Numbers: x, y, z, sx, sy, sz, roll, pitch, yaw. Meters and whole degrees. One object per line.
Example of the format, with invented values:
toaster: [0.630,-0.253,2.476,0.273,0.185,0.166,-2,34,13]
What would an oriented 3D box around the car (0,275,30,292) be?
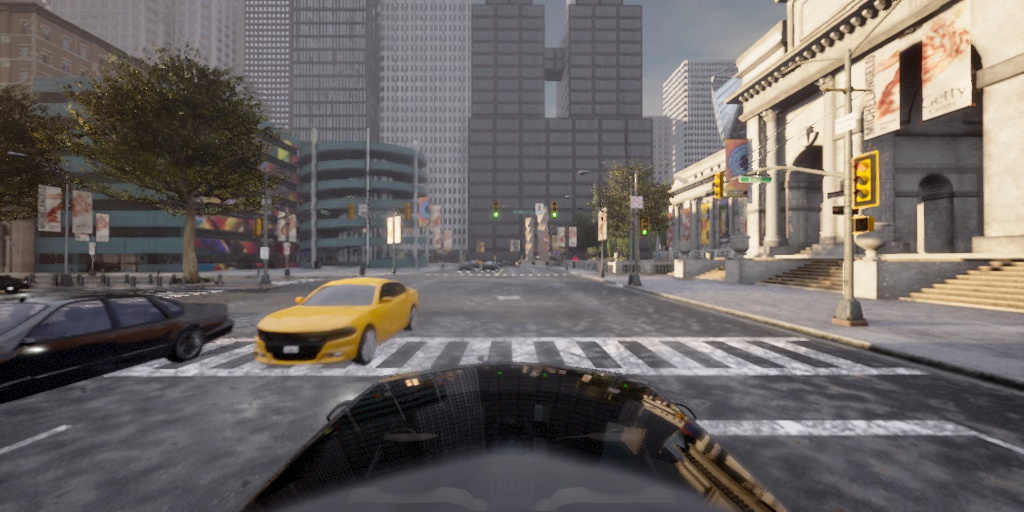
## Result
car: [-30.266,1.405,19.733,5.357,1.411,2.033,0,0,0]

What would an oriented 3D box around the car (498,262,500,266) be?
car: [-3.553,1.657,64.863,1.812,1.442,4.674,0,0,0]

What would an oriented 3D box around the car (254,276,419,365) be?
car: [-3.595,1.267,8.340,1.882,1.535,5.008,0,0,0]

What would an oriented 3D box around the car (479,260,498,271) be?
car: [-3.555,1.555,55.830,1.882,1.535,5.008,0,0,0]

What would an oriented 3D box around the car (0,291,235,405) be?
car: [-7.097,1.320,5.580,2.033,1.411,5.357,0,0,0]

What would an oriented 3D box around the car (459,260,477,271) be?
car: [-7.051,1.623,55.684,2.033,1.411,5.357,0,0,0]
